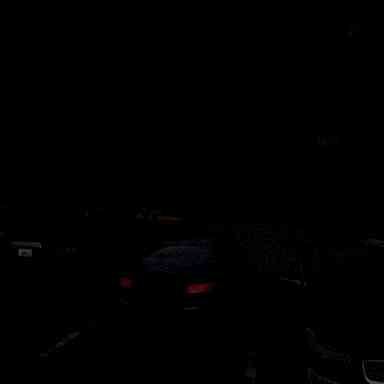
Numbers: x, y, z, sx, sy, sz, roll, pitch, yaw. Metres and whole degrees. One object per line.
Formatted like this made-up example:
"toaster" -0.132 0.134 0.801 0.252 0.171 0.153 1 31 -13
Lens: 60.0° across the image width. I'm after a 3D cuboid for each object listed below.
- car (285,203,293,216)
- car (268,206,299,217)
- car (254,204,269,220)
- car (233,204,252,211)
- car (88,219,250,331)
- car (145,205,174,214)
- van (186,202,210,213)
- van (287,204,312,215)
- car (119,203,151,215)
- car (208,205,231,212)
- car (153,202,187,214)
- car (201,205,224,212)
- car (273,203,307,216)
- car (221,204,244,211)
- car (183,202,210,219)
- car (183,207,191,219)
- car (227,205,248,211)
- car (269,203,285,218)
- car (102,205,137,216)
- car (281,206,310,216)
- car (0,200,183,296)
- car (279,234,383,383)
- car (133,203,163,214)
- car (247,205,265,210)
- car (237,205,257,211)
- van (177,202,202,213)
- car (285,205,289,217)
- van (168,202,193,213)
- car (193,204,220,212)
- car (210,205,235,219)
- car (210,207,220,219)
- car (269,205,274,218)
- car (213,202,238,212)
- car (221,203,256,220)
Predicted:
"car" 13.915 2.975 54.159 5.566 2.045 2.435 1 -1 15
"car" 15.592 3.316 56.622 5.008 1.535 2.097 1 -1 15
"car" 7.010 2.611 44.284 5.566 2.045 2.435 1 -1 15
"car" 12.934 3.863 84.830 4.553 1.767 2.185 0 -2 14
"car" 0.100 1.526 6.868 2.002 1.452 4.674 0 -1 15
"car" -5.648 3.036 57.902 4.674 1.452 2.002 0 -2 15
"van" 1.239 3.131 67.670 4.442 1.987 1.878 0 -2 15
"van" 20.615 3.359 64.064 4.442 1.987 1.878 1 -1 15
"car" -9.064 2.690 53.024 4.553 1.767 2.185 0 -2 15
"car" 6.228 3.657 75.025 4.792 1.488 2.163 0 -2 15
"car" -3.980 2.835 60.359 5.566 2.045 2.435 0 -2 15
"car" 4.478 3.567 72.585 4.792 1.488 2.163 0 -2 15
"car" 17.335 3.156 59.095 5.566 2.045 2.435 1 -1 15
"car" 9.750 3.805 79.884 5.366 1.575 1.946 0 -2 14
"car" -1.554 2.146 31.928 5.566 2.045 2.435 1 -1 15
"car" -3.140 2.292 29.400 5.366 1.575 1.946 2 -2 15
"car" 11.247 3.899 82.374 4.892 1.521 2.231 0 -2 14
"car" 10.436 2.792 49.223 5.566 2.045 2.435 1 -1 15
"car" -10.939 2.742 50.220 4.792 1.488 2.163 0 -2 15
"car" 19.014 3.497 61.561 5.008 1.535 2.097 1 -1 15
"car" -2.307 1.235 8.618 2.435 2.045 5.566 0 -1 16
"car" 2.511 1.488 5.155 2.231 1.521 4.892 1 -1 16
"car" -7.310 2.780 55.446 4.553 1.767 2.185 0 -2 15
"car" 17.779 4.289 92.246 4.792 1.488 2.163 0 -2 13
"car" 14.561 4.079 87.292 5.008 1.535 2.097 0 -2 14
"van" -0.453 3.041 65.221 4.442 1.987 1.878 0 -2 15
"car" 12.139 3.163 51.691 4.792 1.488 2.163 1 -1 15
"van" -2.145 2.950 62.773 4.442 1.987 1.878 0 -2 15
"car" 2.997 3.444 70.090 5.366 1.575 1.946 0 -2 15
"car" 1.872 2.590 36.872 5.008 1.535 2.097 1 -1 15
"car" 0.136 2.536 34.394 4.674 1.452 2.002 1 -1 15
"car" 8.716 2.982 46.751 4.792 1.488 2.163 1 -1 15
"car" 7.862 3.467 77.488 5.566 2.045 2.435 0 -2 15
"car" 5.289 2.646 41.827 4.553 1.767 2.185 1 -1 15
